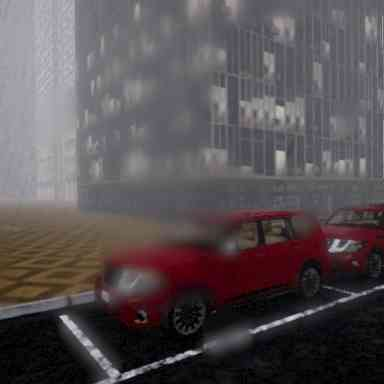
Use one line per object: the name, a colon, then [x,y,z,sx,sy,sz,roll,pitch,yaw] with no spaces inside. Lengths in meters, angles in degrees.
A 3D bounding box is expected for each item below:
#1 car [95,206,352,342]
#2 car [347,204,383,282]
car: [0.723,1.306,6.629,5.009,1.841,2.192,0,-1,-35]
car: [5.240,1.295,9.851,5.009,1.841,2.192,0,-1,-35]
